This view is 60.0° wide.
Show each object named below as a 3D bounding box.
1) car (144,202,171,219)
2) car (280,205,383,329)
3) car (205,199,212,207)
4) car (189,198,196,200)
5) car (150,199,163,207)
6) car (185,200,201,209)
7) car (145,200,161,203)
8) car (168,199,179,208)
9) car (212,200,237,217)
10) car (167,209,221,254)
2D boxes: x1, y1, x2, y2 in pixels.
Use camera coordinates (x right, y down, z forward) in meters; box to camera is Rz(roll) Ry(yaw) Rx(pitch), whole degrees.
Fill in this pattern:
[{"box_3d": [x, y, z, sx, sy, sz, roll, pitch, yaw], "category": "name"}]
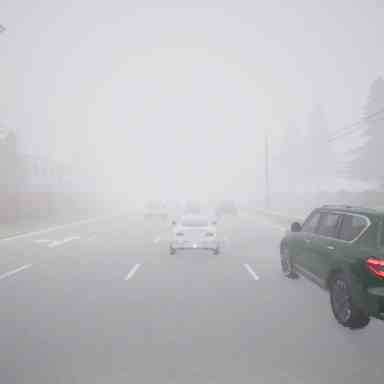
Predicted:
[{"box_3d": [-3.394, 1.934, 32.842, 1.895, 1.301, 4.718, 0, -1, 0], "category": "car"}, {"box_3d": [3.600, 1.294, 7.218, 2.150, 2.045, 5.566, 0, -1, 0], "category": "car"}, {"box_3d": [3.612, 2.179, 64.672, 1.812, 1.442, 4.674, 0, 0, 0], "category": "car"}, {"box_3d": [0.111, 2.014, 65.592, 2.097, 1.767, 4.553, 0, -1, 0], "category": "car"}, {"box_3d": [-6.988, 2.218, 66.447, 2.033, 1.411, 5.357, 0, -1, 0], "category": "car"}, {"box_3d": [0.106, 2.015, 40.922, 1.895, 1.301, 4.718, 0, -1, 0], "category": "car"}, {"box_3d": [-6.990, 2.117, 56.245, 2.033, 1.411, 5.357, 0, -1, 0], "category": "car"}, {"box_3d": [-3.389, 2.088, 60.356, 1.882, 1.535, 5.008, 0, 0, 0], "category": "car"}, {"box_3d": [3.606, 1.718, 36.293, 2.097, 1.767, 4.553, 0, -1, 0], "category": "car"}, {"box_3d": [0.102, 1.668, 13.989, 1.812, 1.442, 4.674, 0, -1, 0], "category": "car"}]
